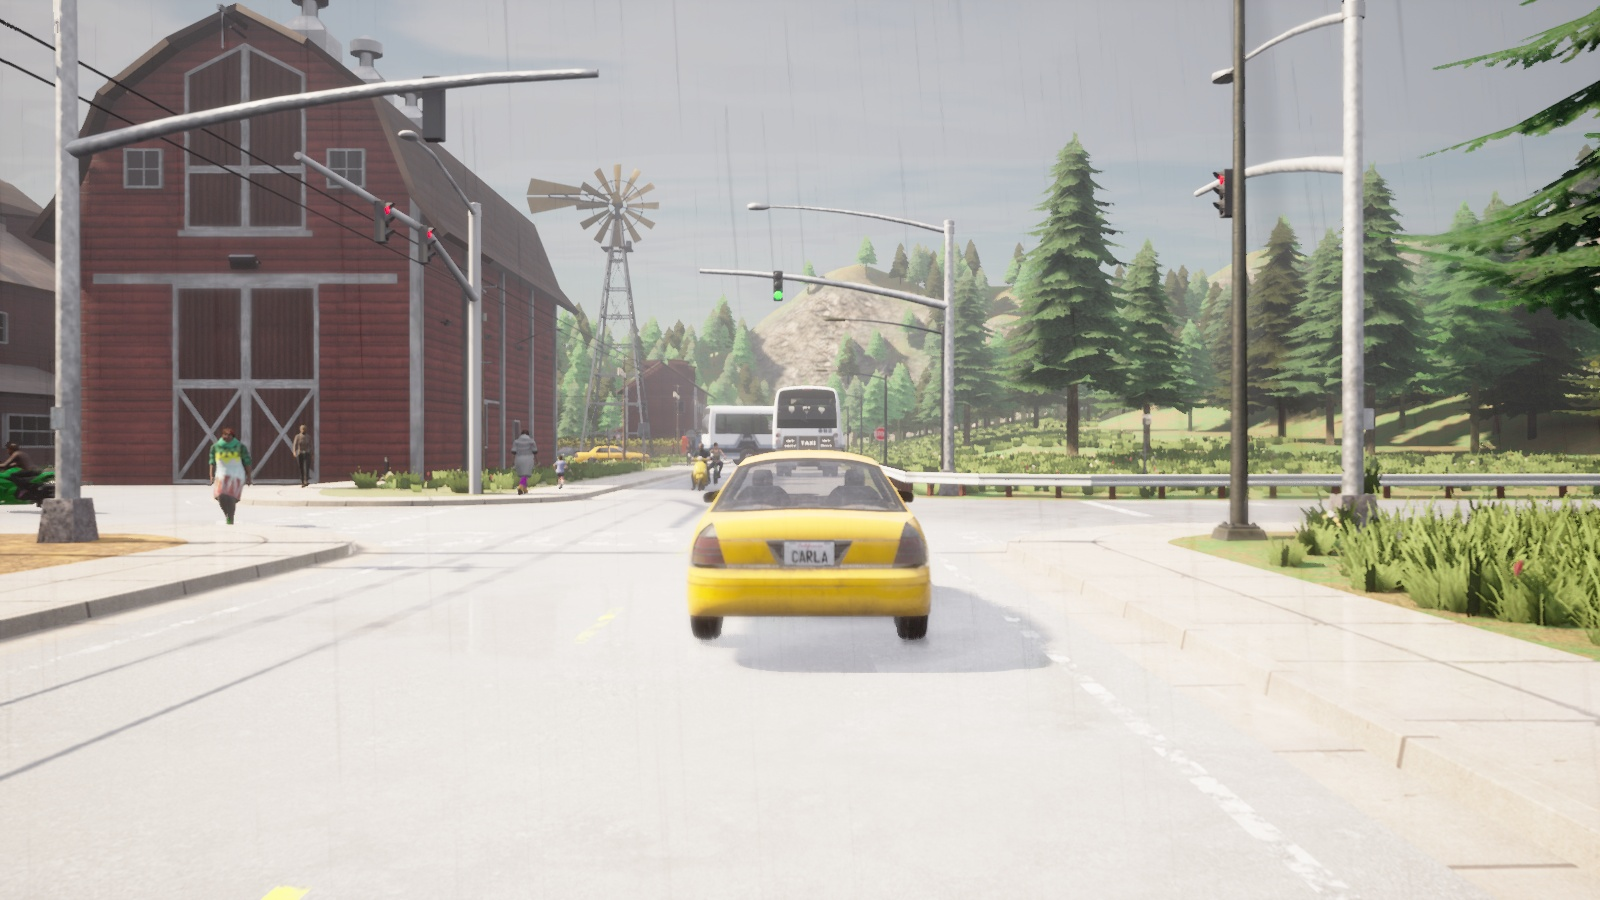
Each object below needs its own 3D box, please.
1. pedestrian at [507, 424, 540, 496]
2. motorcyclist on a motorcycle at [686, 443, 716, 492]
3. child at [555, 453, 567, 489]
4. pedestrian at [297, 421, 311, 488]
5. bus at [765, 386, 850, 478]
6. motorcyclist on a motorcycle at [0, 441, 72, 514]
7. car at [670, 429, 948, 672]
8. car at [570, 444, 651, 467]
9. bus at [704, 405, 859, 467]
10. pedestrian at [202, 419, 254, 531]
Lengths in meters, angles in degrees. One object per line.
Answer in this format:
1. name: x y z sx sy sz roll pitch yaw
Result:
1. pedestrian: -7.591 0.268 34.471 0.659 1.952 0.873 0 0 4
2. motorcyclist on a motorcycle: -3.260 0.552 41.503 0.866 1.590 1.817 0 0 0
3. child: -7.384 0.640 38.771 0.255 1.110 0.394 0 0 4
4. pedestrian: -13.760 0.127 34.837 0.331 1.846 0.634 0 0 -24
5. bus: 0.360 -0.852 63.397 3.944 4.253 10.273 0 0 0
6. motorcyclist on a motorcycle: -17.007 0.583 27.167 2.044 1.523 0.797 1 0 -1
7. car: 0.074 0.647 10.810 1.801 1.575 5.366 0 0 0
8. car: -13.054 0.371 86.613 5.366 1.575 1.801 0 0 -1
9. bus: -1.347 -0.940 88.889 10.273 4.253 3.944 0 0 -14
10. pedestrian: -10.136 0.436 22.277 0.659 1.952 0.873 0 0 -10
